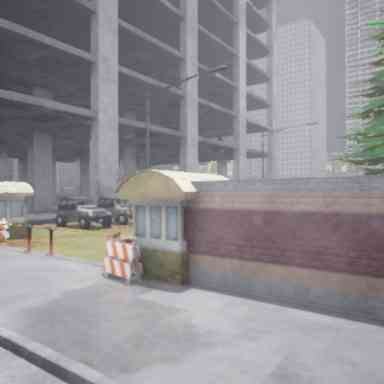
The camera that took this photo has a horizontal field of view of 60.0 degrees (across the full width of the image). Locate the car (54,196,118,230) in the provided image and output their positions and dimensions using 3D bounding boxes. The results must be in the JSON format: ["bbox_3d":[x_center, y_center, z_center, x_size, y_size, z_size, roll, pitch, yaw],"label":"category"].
[{"bbox_3d":[-6.747,1.228,20.465,3.866,1.878,1.905,0,0,36],"label":"car"}]

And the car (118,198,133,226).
[{"bbox_3d":[-5.024,1.228,22.848,3.866,1.878,1.905,0,0,36],"label":"car"}]
